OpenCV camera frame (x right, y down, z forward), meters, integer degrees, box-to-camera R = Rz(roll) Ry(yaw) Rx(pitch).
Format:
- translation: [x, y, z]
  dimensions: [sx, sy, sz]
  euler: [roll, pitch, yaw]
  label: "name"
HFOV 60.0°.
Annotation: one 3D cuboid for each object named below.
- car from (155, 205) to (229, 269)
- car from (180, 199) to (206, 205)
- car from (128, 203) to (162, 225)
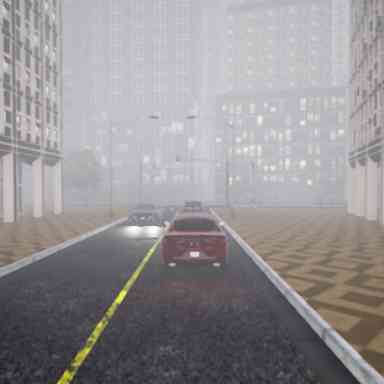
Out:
- translation: [0.078, 1.419, 10.967]
  dimensions: [1.882, 1.535, 5.008]
  euler: [0, 0, 0]
  label: "car"
- translation: [0.090, 1.365, 27.289]
  dimensions: [1.837, 1.490, 4.892]
  euler: [0, 0, 0]
  label: "car"
- translation: [-3.081, 1.447, 22.714]
  dimensions: [1.994, 1.385, 4.181]
  euler: [0, 0, 0]
  label: "car"
